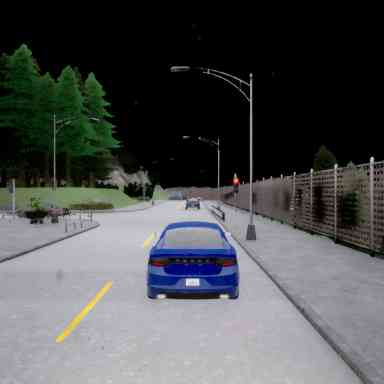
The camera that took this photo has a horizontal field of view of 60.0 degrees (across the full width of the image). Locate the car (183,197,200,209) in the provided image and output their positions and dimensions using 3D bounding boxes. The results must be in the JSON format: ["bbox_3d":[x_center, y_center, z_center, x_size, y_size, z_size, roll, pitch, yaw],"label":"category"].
[{"bbox_3d":[0.106,1.525,46.378,1.812,1.442,4.674,0,0,0],"label":"car"}]

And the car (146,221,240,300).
[{"bbox_3d":[0.033,1.478,8.478,1.882,1.535,5.008,0,0,0],"label":"car"}]

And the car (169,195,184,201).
[{"bbox_3d":[-3.849,1.540,87.969,5.357,1.411,2.033,0,0,40],"label":"car"}]

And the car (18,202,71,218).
[{"bbox_3d":[-12.756,1.564,28.939,4.181,1.385,1.994,0,0,1],"label":"car"}]
